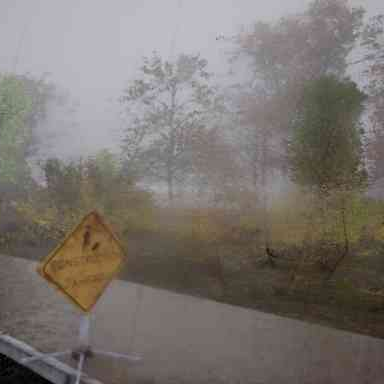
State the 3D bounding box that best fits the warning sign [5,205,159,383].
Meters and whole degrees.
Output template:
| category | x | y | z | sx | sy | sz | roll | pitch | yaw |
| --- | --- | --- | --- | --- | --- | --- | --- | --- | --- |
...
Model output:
| category | x | y | z | sx | sy | sz | roll | pitch | yaw |
| --- | --- | --- | --- | --- | --- | --- | --- | --- | --- |
| warning sign | -1.278 | 1.114 | 4.021 | 1.060 | 1.860 | 1.300 | 2 | -1 | 35 |
